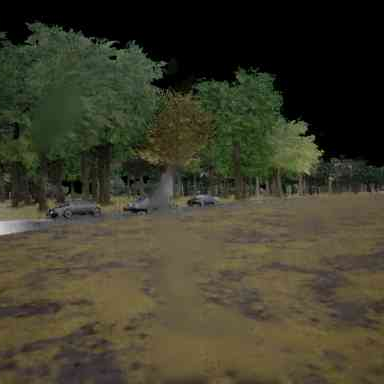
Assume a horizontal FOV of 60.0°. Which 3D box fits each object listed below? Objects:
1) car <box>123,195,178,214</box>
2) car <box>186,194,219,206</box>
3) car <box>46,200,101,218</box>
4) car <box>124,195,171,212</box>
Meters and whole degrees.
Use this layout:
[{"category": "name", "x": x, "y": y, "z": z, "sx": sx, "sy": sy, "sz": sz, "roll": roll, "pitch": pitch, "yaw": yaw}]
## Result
[{"category": "car", "x": -3.475, "y": 1.094, "z": 28.813, "sx": 2.033, "sy": 1.411, "sz": 5.357, "roll": -3, "pitch": -1, "yaw": 35}, {"category": "car", "x": 1.480, "y": 1.017, "z": 42.220, "sx": 2.033, "sy": 1.411, "sz": 5.357, "roll": -3, "pitch": -1, "yaw": 35}, {"category": "car", "x": -9.452, "y": 1.329, "z": 26.739, "sx": 1.994, "sy": 1.385, "sz": 4.181, "roll": -3, "pitch": -1, "yaw": 36}, {"category": "car", "x": -4.465, "y": 1.132, "z": 33.824, "sx": 1.837, "sy": 1.490, "sz": 4.892, "roll": -3, "pitch": -1, "yaw": 35}]
